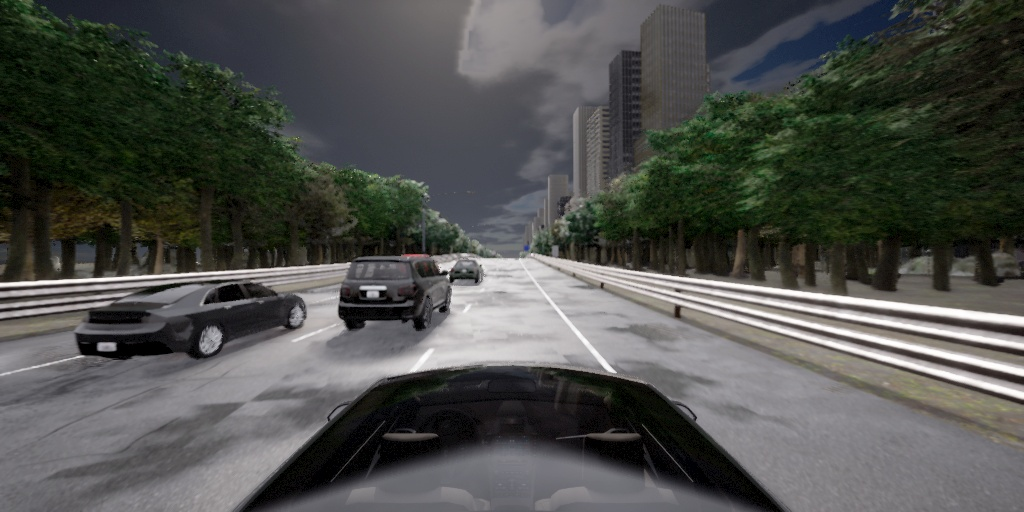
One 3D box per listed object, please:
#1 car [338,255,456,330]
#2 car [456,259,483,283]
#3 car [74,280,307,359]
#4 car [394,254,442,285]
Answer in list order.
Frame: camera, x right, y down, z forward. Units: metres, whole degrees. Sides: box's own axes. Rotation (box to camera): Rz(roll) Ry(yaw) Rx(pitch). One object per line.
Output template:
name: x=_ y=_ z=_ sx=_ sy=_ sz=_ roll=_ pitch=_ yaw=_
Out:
car: x=-3.403 y=1.028 z=11.454 sx=2.150 sy=2.045 sz=5.566 roll=0 pitch=0 yaw=0
car: x=-3.404 y=1.040 z=27.617 sx=2.097 sy=1.767 sz=4.553 roll=0 pitch=1 yaw=0
car: x=-6.904 y=1.306 z=8.536 sx=1.837 sy=1.490 sz=4.892 roll=0 pitch=0 yaw=0
car: x=-6.903 y=0.917 z=27.061 sx=2.150 sy=2.045 sz=5.566 roll=0 pitch=1 yaw=0
